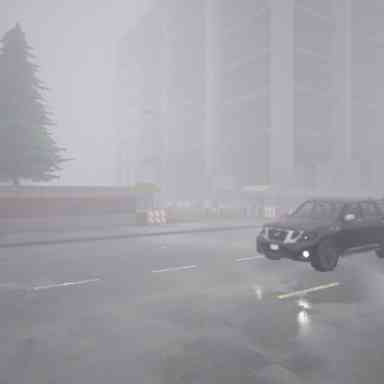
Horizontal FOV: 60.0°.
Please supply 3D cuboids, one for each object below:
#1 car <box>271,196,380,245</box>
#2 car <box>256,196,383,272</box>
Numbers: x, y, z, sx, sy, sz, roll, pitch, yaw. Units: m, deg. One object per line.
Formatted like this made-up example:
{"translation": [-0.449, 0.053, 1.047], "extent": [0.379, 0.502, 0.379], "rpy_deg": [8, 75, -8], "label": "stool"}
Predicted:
{"translation": [6.714, 1.223, 16.453], "extent": [5.566, 2.045, 2.150], "rpy_deg": [0, 0, -32], "label": "car"}
{"translation": [4.710, 1.219, 11.067], "extent": [5.566, 2.045, 2.150], "rpy_deg": [0, 0, -32], "label": "car"}
